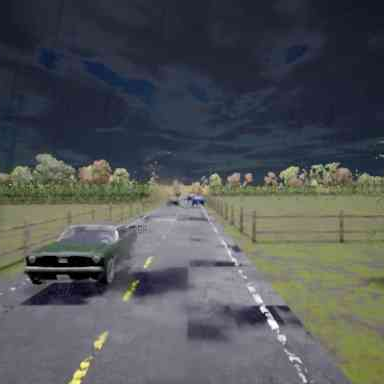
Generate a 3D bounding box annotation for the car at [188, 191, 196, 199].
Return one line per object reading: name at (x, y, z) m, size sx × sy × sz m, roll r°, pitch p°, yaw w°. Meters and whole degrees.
car at (-0.023, 0.778, 87.819) m, size 2.150 × 2.045 × 5.566 m, roll 0°, pitch 0°, yaw 0°

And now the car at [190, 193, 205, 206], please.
car at (0.948, 1.346, 51.936) m, size 1.882 × 1.535 × 5.008 m, roll 0°, pitch 0°, yaw 0°

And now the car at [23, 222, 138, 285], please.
car at (-2.853, 1.579, 9.572) m, size 1.895 × 1.301 × 4.718 m, roll 0°, pitch 0°, yaw 0°

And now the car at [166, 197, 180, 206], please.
car at (-2.840, 1.473, 50.189) m, size 1.895 × 1.301 × 4.718 m, roll 0°, pitch 0°, yaw 0°

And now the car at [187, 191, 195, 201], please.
car at (-0.020, 1.140, 70.810) m, size 1.882 × 1.535 × 5.008 m, roll 0°, pitch 0°, yaw 0°
